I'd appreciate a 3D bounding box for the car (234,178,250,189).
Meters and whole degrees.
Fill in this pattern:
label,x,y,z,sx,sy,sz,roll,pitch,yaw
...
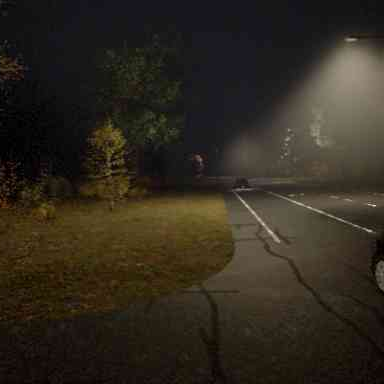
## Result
label,x,y,z,sx,sy,sz,roll,pitch,yaw
car,6.924,-1.234,46.672,2.033,1.411,5.357,-3,3,4

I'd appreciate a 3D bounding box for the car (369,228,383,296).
label,x,y,z,sx,sy,sz,roll,pitch,yaw
car,4.137,1.127,4.384,1.837,1.490,4.892,-2,1,4
